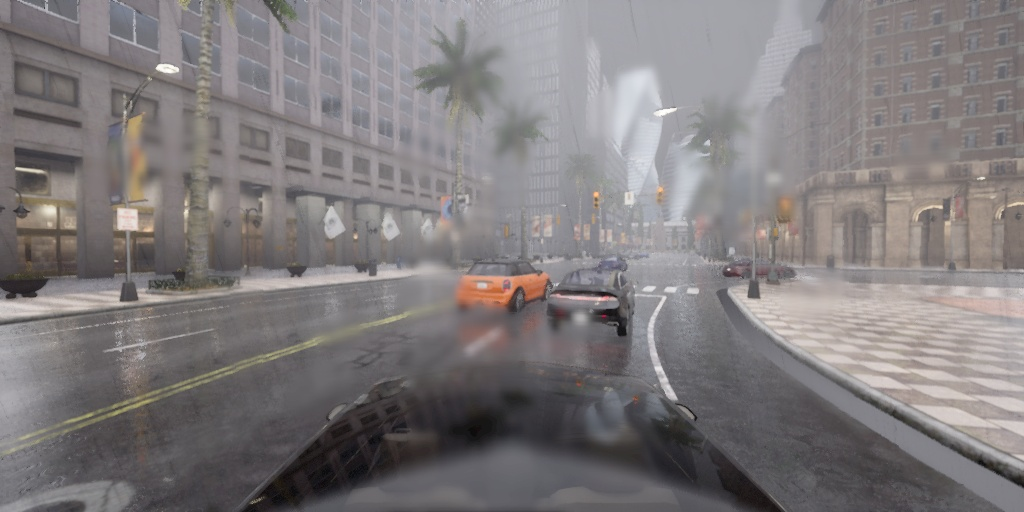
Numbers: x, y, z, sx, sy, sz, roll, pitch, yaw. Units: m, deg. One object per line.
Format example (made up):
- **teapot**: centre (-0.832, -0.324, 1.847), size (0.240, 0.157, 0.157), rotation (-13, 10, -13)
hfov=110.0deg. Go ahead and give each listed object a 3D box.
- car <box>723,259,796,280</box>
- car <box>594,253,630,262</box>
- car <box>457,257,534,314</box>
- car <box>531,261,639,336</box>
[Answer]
- **car**: centre (16.744, 0.884, 24.372), size (4.181, 1.385, 1.994), rotation (0, 1, -2)
- **car**: centre (8.851, 0.714, 31.418), size (1.812, 1.442, 4.674), rotation (1, 1, 27)
- **car**: centre (-0.066, 0.890, 12.985), size (2.097, 1.767, 4.553), rotation (0, 1, 23)
- **car**: centre (2.373, 1.085, 9.990), size (2.128, 1.511, 4.902), rotation (0, 1, 22)
